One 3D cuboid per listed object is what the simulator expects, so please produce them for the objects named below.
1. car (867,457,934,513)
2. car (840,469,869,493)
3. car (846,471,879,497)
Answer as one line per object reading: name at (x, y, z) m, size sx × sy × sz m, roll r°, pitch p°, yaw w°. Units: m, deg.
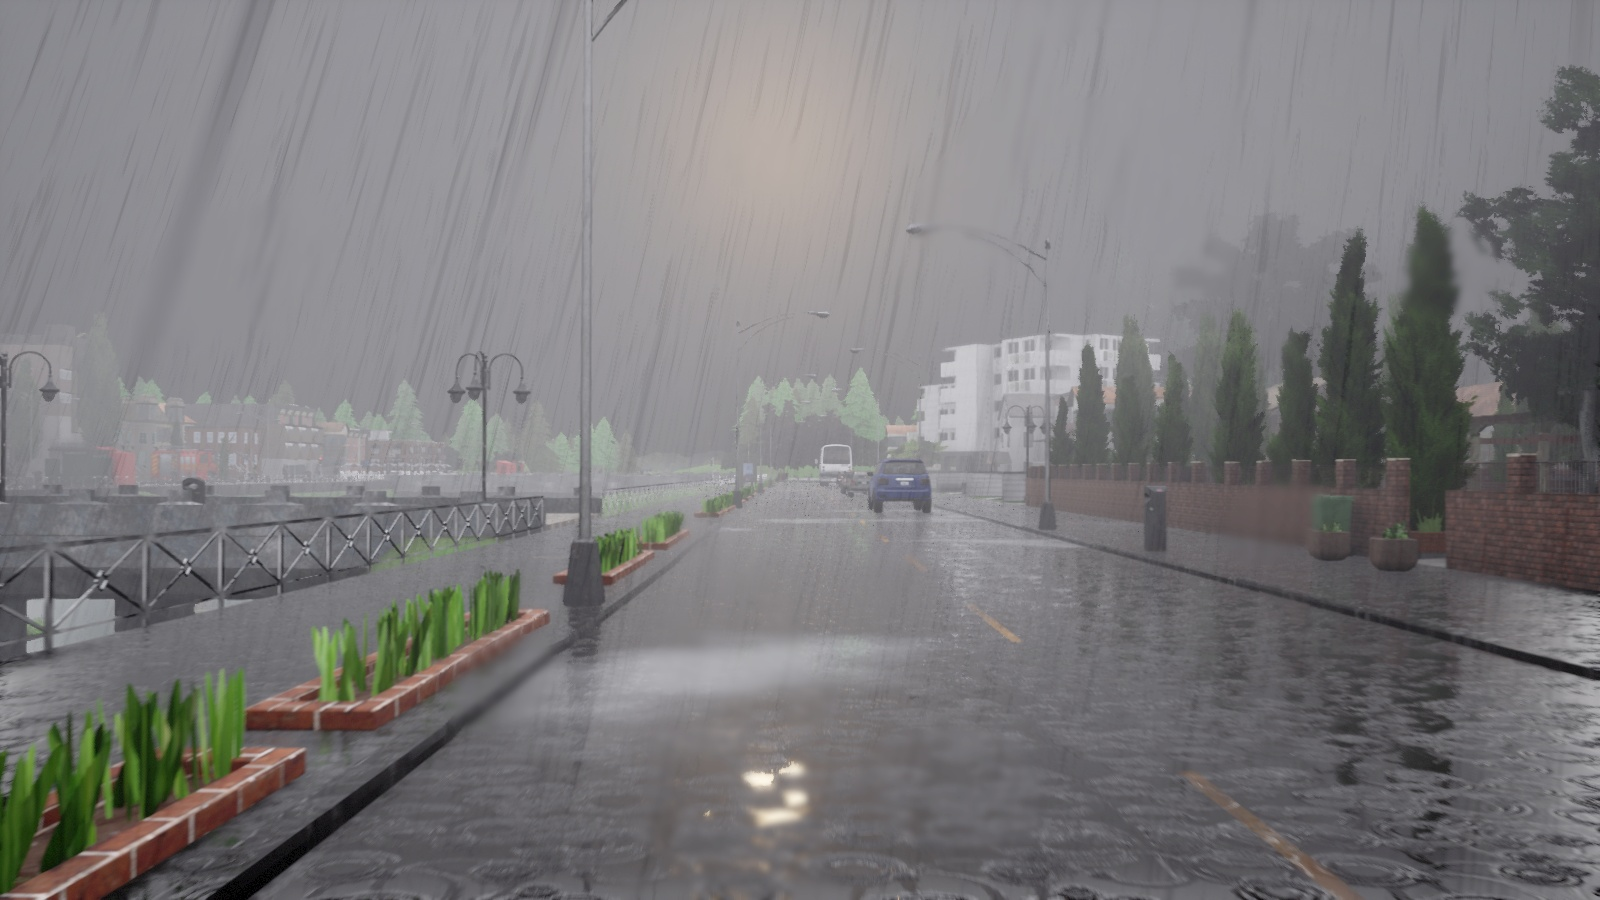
car at (3.883, 1.345, 49.373) m, size 2.150 × 2.045 × 5.566 m, roll 0°, pitch -1°, yaw 0°
car at (3.793, 2.174, 88.166) m, size 1.851 × 1.617 × 3.988 m, roll 0°, pitch -1°, yaw 0°
car at (3.819, 2.068, 77.069) m, size 1.789 × 1.549 × 3.705 m, roll 0°, pitch -1°, yaw 0°
